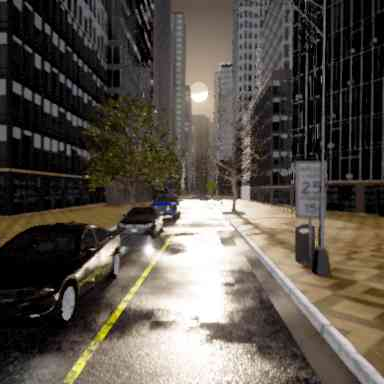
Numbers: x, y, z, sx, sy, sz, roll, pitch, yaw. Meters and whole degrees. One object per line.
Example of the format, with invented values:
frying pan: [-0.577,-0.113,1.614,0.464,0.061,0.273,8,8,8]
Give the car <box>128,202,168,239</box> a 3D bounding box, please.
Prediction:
car: [-2.555,1.490,17.471,1.812,1.442,4.674,1,0,2]

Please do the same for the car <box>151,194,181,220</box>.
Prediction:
car: [-2.163,1.186,28.121,2.150,2.045,5.566,1,0,2]

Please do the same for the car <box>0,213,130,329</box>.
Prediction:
car: [-2.929,1.444,7.257,1.882,1.535,5.008,1,0,2]

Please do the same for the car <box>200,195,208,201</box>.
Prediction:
car: [3.012,1.527,85.944,1.882,1.535,5.008,1,0,2]
